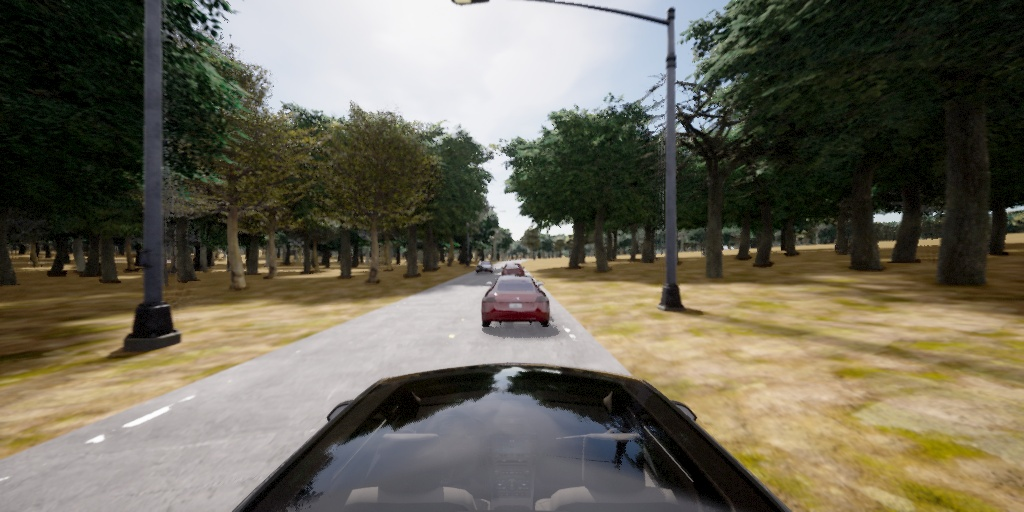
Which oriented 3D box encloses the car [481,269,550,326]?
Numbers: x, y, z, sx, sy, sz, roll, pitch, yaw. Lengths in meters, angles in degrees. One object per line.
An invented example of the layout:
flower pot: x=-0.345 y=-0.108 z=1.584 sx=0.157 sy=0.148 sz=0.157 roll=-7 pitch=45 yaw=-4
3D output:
car: x=0.100 y=1.307 z=11.660 sx=1.994 sy=1.385 sz=4.181 roll=0 pitch=0 yaw=0

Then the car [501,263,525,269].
car: x=0.099 y=1.265 z=29.074 sx=1.812 sy=1.442 sz=4.674 roll=0 pitch=0 yaw=0

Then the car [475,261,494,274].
car: x=-3.088 y=1.291 z=41.456 sx=2.033 sy=1.411 sz=5.357 roll=0 pitch=0 yaw=0
